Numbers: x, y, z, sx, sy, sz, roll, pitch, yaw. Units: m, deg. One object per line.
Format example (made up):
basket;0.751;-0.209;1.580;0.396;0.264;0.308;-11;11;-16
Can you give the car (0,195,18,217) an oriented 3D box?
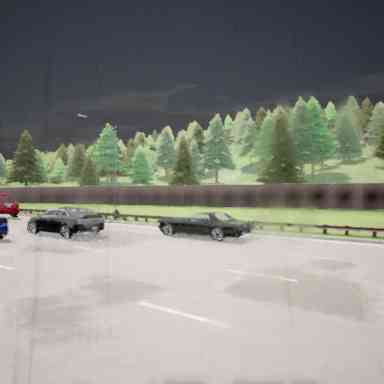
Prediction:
car;-17.440;1.282;29.335;5.566;2.045;2.150;0;0;36

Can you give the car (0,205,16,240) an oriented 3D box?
car;-10.771;1.511;15.977;5.008;1.535;1.882;0;0;36

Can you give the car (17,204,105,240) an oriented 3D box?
car;-6.637;1.522;17.327;4.902;1.511;2.128;0;0;36

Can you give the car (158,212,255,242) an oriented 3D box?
car;0.558;1.620;16.491;4.718;1.301;1.895;0;0;36
